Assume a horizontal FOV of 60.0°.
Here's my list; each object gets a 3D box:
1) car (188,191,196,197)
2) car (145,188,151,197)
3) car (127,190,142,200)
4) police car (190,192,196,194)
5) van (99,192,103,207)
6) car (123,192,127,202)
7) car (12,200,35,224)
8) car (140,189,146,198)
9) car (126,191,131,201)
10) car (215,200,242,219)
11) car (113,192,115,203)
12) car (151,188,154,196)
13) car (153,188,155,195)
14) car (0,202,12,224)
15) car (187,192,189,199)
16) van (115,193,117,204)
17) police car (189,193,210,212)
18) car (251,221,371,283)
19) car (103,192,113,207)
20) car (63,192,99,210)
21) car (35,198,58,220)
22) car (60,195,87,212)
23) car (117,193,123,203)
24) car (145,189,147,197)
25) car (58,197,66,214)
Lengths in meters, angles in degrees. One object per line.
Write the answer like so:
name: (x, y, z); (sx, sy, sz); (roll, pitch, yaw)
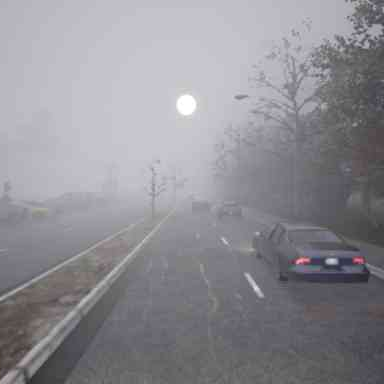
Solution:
car: (0.007, 0.548, 87.574); (1.994, 1.385, 4.181); (0, 1, 0)
car: (-13.806, 0.424, 82.981); (5.566, 2.045, 2.435); (-1, 1, -20)
car: (-13.811, 0.889, 70.971); (4.792, 1.488, 2.163); (-1, 1, -20)
police car: (0.904, 1.139, 46.110); (1.930, 1.638, 5.238); (0, 1, 0)
van: (-13.752, 1.052, 41.077); (4.442, 1.987, 1.878); (-1, 1, -20)
car: (-13.842, 1.111, 55.948); (4.674, 1.452, 2.002); (-1, 1, -20)
car: (-13.896, 1.498, 23.113); (4.792, 1.488, 2.163); (-1, 1, -20)
car: (-14.004, 0.773, 76.894); (5.366, 1.575, 1.946); (-1, 1, -20)
car: (-13.819, 1.058, 58.966); (4.792, 1.488, 2.163); (-1, 1, -20)
car: (3.072, 1.424, 28.392); (2.128, 1.511, 4.902); (0, 1, 0)
car: (-13.847, 1.198, 47.001); (4.892, 1.521, 2.231); (-1, 1, -20)
car: (-13.652, 0.548, 89.038); (5.366, 1.575, 1.946); (-1, 1, -20)
car: (-13.851, 0.238, 91.960); (5.566, 2.045, 2.435); (-1, 2, -20)
car: (-13.867, 1.520, 20.141); (4.674, 1.452, 2.002); (-1, 1, -20)
car: (0.006, 0.785, 72.577); (2.033, 1.411, 5.357); (0, 1, 0)
van: (-13.963, 0.931, 49.938); (4.442, 1.987, 1.878); (-1, 1, -20)
police car: (0.903, 1.275, 36.110); (1.930, 1.638, 5.238); (0, 1, 0)
car: (3.044, 1.551, 9.711); (2.033, 1.411, 5.357); (0, 0, 0)
car: (-13.834, 0.987, 44.030); (5.566, 2.045, 2.435); (-1, 1, -20)
car: (-13.889, 1.071, 38.034); (5.566, 2.045, 2.435); (-1, 1, -20)
car: (-13.696, 1.440, 26.182); (5.366, 1.575, 1.946); (-1, 0, -20)
car: (-13.858, 1.397, 35.067); (4.674, 1.452, 2.002); (-1, 1, -20)
car: (-13.821, 0.987, 52.974); (4.553, 1.767, 2.185); (-1, 1, -20)
car: (-13.835, 0.764, 79.967); (4.674, 1.452, 2.002); (-1, 1, -20)
car: (-13.838, 1.451, 29.110); (4.792, 1.488, 2.163); (-1, 0, -20)
